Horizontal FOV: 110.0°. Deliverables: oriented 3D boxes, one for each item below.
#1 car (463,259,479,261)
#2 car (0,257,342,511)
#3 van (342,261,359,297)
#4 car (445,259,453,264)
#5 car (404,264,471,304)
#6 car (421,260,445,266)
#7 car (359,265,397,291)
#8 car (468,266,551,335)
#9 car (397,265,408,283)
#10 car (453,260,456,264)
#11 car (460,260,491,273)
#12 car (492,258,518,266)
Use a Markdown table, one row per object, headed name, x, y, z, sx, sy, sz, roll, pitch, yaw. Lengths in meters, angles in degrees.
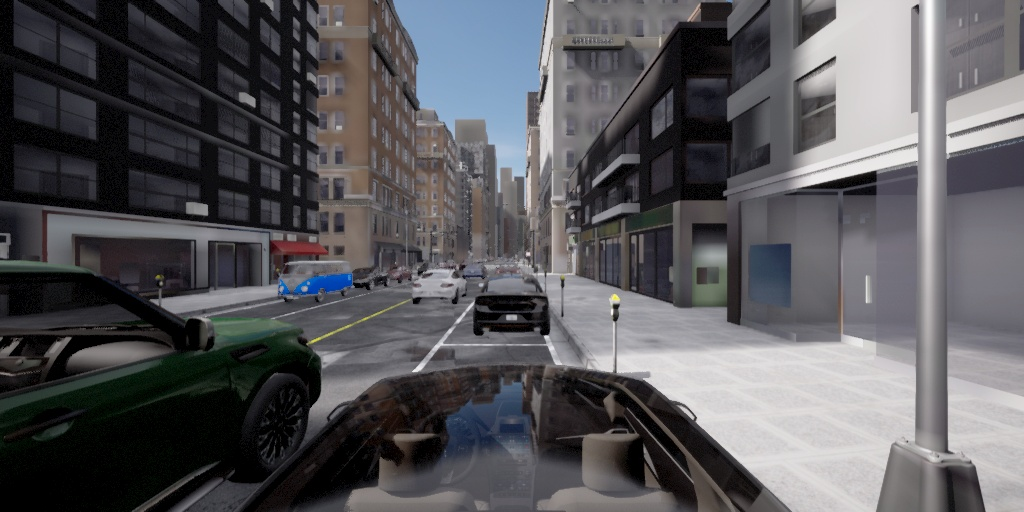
| name | x | y | z | sx | sy | sz | roll | pitch | yaw |
| --- | --- | --- | --- | --- | --- | --- | --- | --- | --- |
| car | -6.145 | 1.167 | 50.140 | 2.097 | 1.767 | 4.553 | 0 | 0 | 0 |
| car | -3.145 | 0.967 | 1.530 | 2.150 | 2.045 | 5.566 | 0 | 0 | 0 |
| van | -8.813 | 1.091 | 16.328 | 1.690 | 1.789 | 3.998 | 0 | 0 | 0 |
| car | -8.814 | 1.341 | 43.834 | 1.802 | 1.307 | 4.207 | 0 | 0 | 0 |
| car | -3.145 | 1.284 | 16.109 | 1.812 | 1.442 | 4.674 | 0 | 0 | 0 |
| car | -8.813 | 1.322 | 38.333 | 1.948 | 1.339 | 4.313 | 0 | 0 | 0 |
| car | -8.813 | 1.317 | 21.829 | 1.948 | 1.339 | 4.313 | 0 | 0 | 0 |
| car | -0.006 | 1.227 | 10.500 | 1.882 | 1.535 | 5.008 | 0 | 0 | 0 |
| car | -8.813 | 1.335 | 27.331 | 1.802 | 1.307 | 4.207 | 0 | 0 | 0 |
| car | -8.814 | 1.201 | 49.336 | 1.967 | 1.591 | 4.097 | 0 | 0 | 0 |
| car | -3.145 | 1.318 | 31.109 | 2.033 | 1.411 | 5.357 | 0 | 0 | 0 |
| car | -0.288 | 1.192 | 27.330 | 1.967 | 1.591 | 4.097 | 0 | 0 | 0 |
